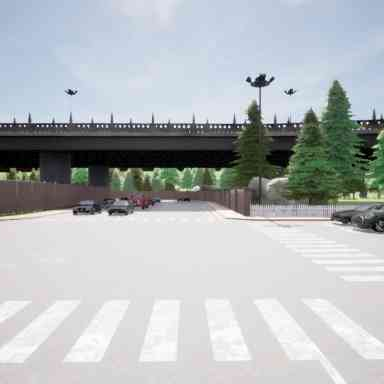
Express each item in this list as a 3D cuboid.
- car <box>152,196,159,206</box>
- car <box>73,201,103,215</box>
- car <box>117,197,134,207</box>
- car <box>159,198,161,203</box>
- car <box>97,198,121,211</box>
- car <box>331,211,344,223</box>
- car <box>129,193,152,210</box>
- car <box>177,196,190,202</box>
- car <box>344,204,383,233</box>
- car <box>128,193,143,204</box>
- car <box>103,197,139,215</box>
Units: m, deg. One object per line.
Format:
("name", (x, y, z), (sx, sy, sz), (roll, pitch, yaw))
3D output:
("car", (-7.046, 1.564, 53.775), (1.994, 1.385, 4.181), (0, 0, 0))
("car", (-10.569, 1.564, 33.870), (1.994, 1.385, 4.181), (0, 0, 0))
("car", (-10.540, 1.526, 52.765), (1.812, 1.442, 4.674), (0, 0, 0))
("car", (-7.334, 1.547, 67.232), (2.033, 1.411, 5.357), (0, 0, -6))
("car", (-10.544, 1.526, 42.585), (1.812, 1.442, 4.674), (0, 0, 0))
("car", (12.235, 1.492, 22.219), (5.357, 1.411, 2.033), (0, 0, 2))
("car", (-7.045, 1.221, 43.767), (2.150, 2.045, 5.566), (0, 0, 0))
("car", (-1.908, 1.553, 75.231), (1.994, 1.385, 4.181), (0, 0, -19))
("car", (11.481, 1.297, 18.704), (4.553, 1.767, 2.097), (0, 0, 2))
("car", (-10.690, 1.221, 63.473), (2.150, 2.045, 5.566), (0, 0, -3))
("car", (-7.043, 1.547, 33.593), (2.033, 1.411, 5.357), (0, 0, 0))
